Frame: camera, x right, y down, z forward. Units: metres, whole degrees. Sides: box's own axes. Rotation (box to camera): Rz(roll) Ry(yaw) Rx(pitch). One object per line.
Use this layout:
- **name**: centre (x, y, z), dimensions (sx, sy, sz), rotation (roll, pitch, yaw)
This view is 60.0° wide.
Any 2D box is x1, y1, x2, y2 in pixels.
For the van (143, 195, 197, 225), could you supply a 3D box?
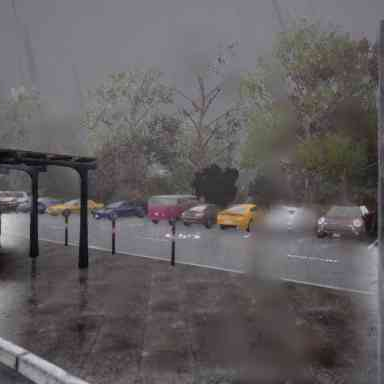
- **van**: centre (-1.069, 1.200, 23.578), dimensions (1.878, 1.987, 4.442), rotation (1, 0, 35)

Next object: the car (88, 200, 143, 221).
- **car**: centre (-5.684, 1.405, 26.668), dimensions (2.163, 1.488, 4.792), rotation (1, 0, 35)

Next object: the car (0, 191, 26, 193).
- **car**: centre (-21.538, 0.950, 37.895), dimensions (2.435, 2.045, 5.566), rotation (1, 0, 35)

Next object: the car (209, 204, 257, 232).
- **car**: centre (3.390, 1.476, 20.271), dimensions (2.097, 1.535, 5.008), rotation (1, 0, 35)

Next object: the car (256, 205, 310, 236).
- **car**: centre (5.656, 1.542, 18.670), dimensions (2.002, 1.452, 4.674), rotation (1, 0, 35)

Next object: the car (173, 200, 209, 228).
- **car**: centre (1.124, 1.491, 21.878), dimensions (2.002, 1.452, 4.674), rotation (1, 0, 35)

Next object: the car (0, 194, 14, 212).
- **car**: centre (-16.989, 1.251, 34.716), dimensions (2.097, 1.535, 5.008), rotation (1, 0, 35)

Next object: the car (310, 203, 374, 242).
- **car**: centre (7.942, 1.402, 17.092), dimensions (2.185, 1.767, 4.553), rotation (1, 0, 35)

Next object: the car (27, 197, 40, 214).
- **car**: centre (-12.446, 1.330, 31.528), dimensions (2.163, 1.488, 4.792), rotation (1, 0, 35)

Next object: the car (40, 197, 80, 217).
- **car**: centre (-10.305, 1.323, 29.748), dimensions (1.946, 1.575, 5.366), rotation (1, 0, 35)

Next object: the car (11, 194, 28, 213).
- **car**: centre (-14.723, 1.277, 33.113), dimensions (2.231, 1.521, 4.892), rotation (1, 0, 35)
